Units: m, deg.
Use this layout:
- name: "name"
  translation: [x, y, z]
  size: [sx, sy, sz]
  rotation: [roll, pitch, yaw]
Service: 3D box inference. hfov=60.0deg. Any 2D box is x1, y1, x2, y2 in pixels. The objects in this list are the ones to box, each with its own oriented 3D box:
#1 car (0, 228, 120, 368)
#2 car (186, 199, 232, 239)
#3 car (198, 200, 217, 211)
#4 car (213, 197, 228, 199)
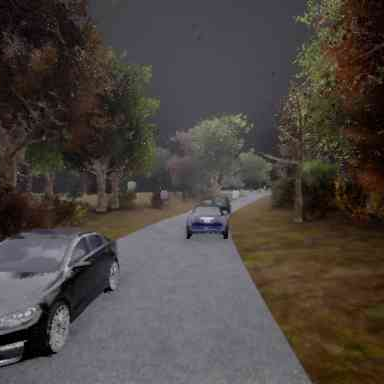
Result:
- name: "car"
  translation: [-2.689, 1.492, 6.127]
  size: [2.128, 1.511, 4.902]
  rotation: [0, 0, 2]
- name: "car"
  translation: [0.889, 1.429, 18.094]
  size: [2.097, 1.767, 4.553]
  rotation: [0, 0, 4]
- name: "car"
  translation: [2.440, 1.987, 50.411]
  size: [2.128, 1.511, 4.902]
  rotation: [1, 0, 12]
- name: "car"
  translation: [3.589, 1.618, 40.583]
  size: [2.150, 2.045, 5.566]
  rotation: [0, -1, 10]
